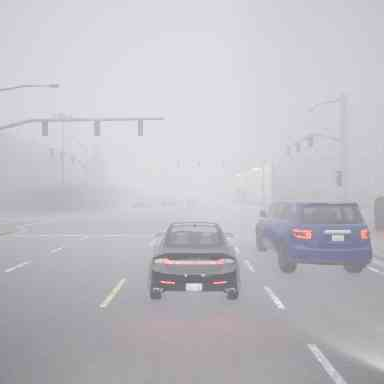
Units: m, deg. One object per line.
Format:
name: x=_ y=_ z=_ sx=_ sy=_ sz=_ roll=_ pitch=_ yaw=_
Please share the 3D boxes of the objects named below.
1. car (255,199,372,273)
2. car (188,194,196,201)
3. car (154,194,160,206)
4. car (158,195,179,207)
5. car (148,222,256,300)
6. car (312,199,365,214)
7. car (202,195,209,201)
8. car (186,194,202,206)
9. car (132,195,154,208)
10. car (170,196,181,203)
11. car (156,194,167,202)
car: x=3.572 y=1.221 z=10.834 sx=2.150 sy=2.045 sz=5.566 roll=0 pitch=0 yaw=0
car: x=0.008 y=1.355 z=80.982 sx=2.097 sy=1.767 sz=4.553 roll=0 pitch=0 yaw=0
car: x=-7.079 y=1.352 z=56.092 sx=2.097 sy=1.767 sz=4.553 roll=0 pitch=0 yaw=0
car: x=-3.581 y=1.547 z=51.885 sx=2.033 sy=1.411 sz=5.357 roll=0 pitch=0 yaw=0
car: x=0.058 y=1.492 z=8.391 sx=2.128 sy=1.511 sz=4.902 roll=0 pitch=0 yaw=0
car: x=15.586 y=1.560 z=35.628 sx=4.892 sy=1.490 sz=1.837 roll=0 pitch=0 yaw=0
car: x=3.509 y=1.525 z=88.823 sx=2.128 sy=1.511 sz=4.902 roll=0 pitch=0 yaw=0
car: x=0.101 y=1.491 z=53.067 sx=2.128 sy=1.511 sz=4.902 roll=0 pitch=0 yaw=0
car: x=-7.140 y=1.352 z=47.268 sx=2.097 sy=1.767 sz=4.553 roll=0 pitch=0 yaw=2
car: x=-3.493 y=1.540 z=71.880 sx=2.033 sy=1.411 sz=5.357 roll=0 pitch=0 yaw=0
car: x=-6.992 y=1.355 z=76.460 sx=2.097 sy=1.767 sz=4.553 roll=0 pitch=0 yaw=0
